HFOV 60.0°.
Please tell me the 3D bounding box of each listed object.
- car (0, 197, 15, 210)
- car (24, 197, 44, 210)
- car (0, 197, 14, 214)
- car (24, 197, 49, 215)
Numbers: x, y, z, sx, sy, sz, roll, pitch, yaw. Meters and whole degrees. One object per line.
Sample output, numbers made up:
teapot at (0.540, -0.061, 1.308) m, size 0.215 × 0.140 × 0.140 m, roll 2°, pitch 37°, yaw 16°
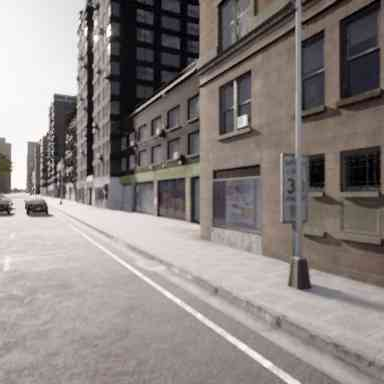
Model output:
car at (-23.997, 1.376, 42.632) m, size 2.128 × 1.511 × 4.902 m, roll 0°, pitch 0°, yaw -27°
car at (-20.464, 1.391, 42.954) m, size 2.128 × 1.511 × 4.902 m, roll 0°, pitch 0°, yaw -27°
car at (-19.139, 1.392, 33.194) m, size 1.882 × 1.535 × 5.008 m, roll 0°, pitch 0°, yaw -27°
car at (-15.324, 1.407, 32.922) m, size 1.882 × 1.535 × 5.008 m, roll 0°, pitch 0°, yaw -27°
